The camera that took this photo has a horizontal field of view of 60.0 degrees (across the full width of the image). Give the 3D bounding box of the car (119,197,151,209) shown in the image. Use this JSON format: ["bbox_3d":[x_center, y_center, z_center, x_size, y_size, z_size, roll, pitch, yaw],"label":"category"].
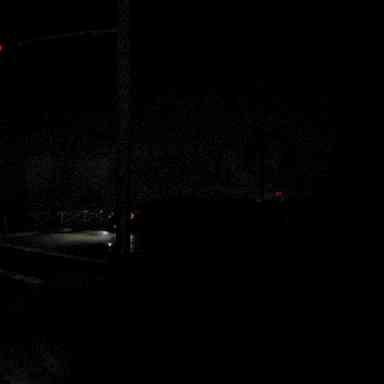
[{"bbox_3d":[-7.473,1.384,43.804,1.970,1.475,3.806,0,0,35],"label":"car"}]

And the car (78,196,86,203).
[{"bbox_3d":[-18.453,1.077,60.329,1.905,1.878,3.866,0,0,35],"label":"car"}]

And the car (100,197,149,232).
[{"bbox_3d":[-3.022,1.352,20.539,2.097,1.767,4.553,0,0,35],"label":"car"}]

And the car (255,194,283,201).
[{"bbox_3d":[8.450,1.221,37.024,2.150,2.045,5.566,0,0,35],"label":"car"}]

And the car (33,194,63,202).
[{"bbox_3d":[-28.897,1.153,67.720,2.152,1.636,5.027,0,0,35],"label":"car"}]

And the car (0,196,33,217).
[{"bbox_3d":[-15.785,1.339,26.883,2.007,1.523,4.514,0,0,35],"label":"car"}]

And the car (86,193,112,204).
[{"bbox_3d":[-15.843,1.097,58.987,1.932,1.855,4.605,0,0,35],"label":"car"}]

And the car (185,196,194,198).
[{"bbox_3d":[-0.753,1.374,48.140,1.845,1.501,3.633,0,0,35],"label":"car"}]

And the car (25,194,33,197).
[{"bbox_3d":[-34.322,1.232,71.163,1.970,1.475,3.806,0,0,35],"label":"car"}]

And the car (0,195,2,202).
[{"bbox_3d":[-41.384,1.298,67.525,2.007,1.523,4.514,0,0,35],"label":"car"}]
